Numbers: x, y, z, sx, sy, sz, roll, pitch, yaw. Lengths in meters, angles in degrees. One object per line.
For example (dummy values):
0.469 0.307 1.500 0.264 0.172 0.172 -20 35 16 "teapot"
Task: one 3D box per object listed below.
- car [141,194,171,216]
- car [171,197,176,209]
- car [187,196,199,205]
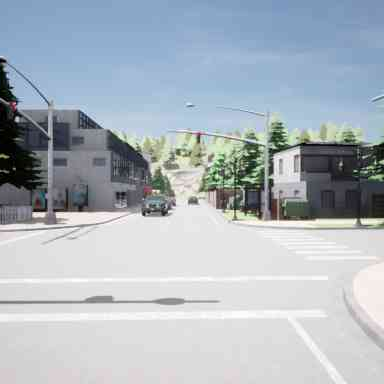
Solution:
-3.555 1.221 32.699 2.150 2.045 5.566 0 0 0 "car"
-3.538 1.491 42.749 2.128 1.511 4.902 0 0 0 "car"
0.185 1.505 59.556 1.837 1.490 4.892 0 0 0 "car"
